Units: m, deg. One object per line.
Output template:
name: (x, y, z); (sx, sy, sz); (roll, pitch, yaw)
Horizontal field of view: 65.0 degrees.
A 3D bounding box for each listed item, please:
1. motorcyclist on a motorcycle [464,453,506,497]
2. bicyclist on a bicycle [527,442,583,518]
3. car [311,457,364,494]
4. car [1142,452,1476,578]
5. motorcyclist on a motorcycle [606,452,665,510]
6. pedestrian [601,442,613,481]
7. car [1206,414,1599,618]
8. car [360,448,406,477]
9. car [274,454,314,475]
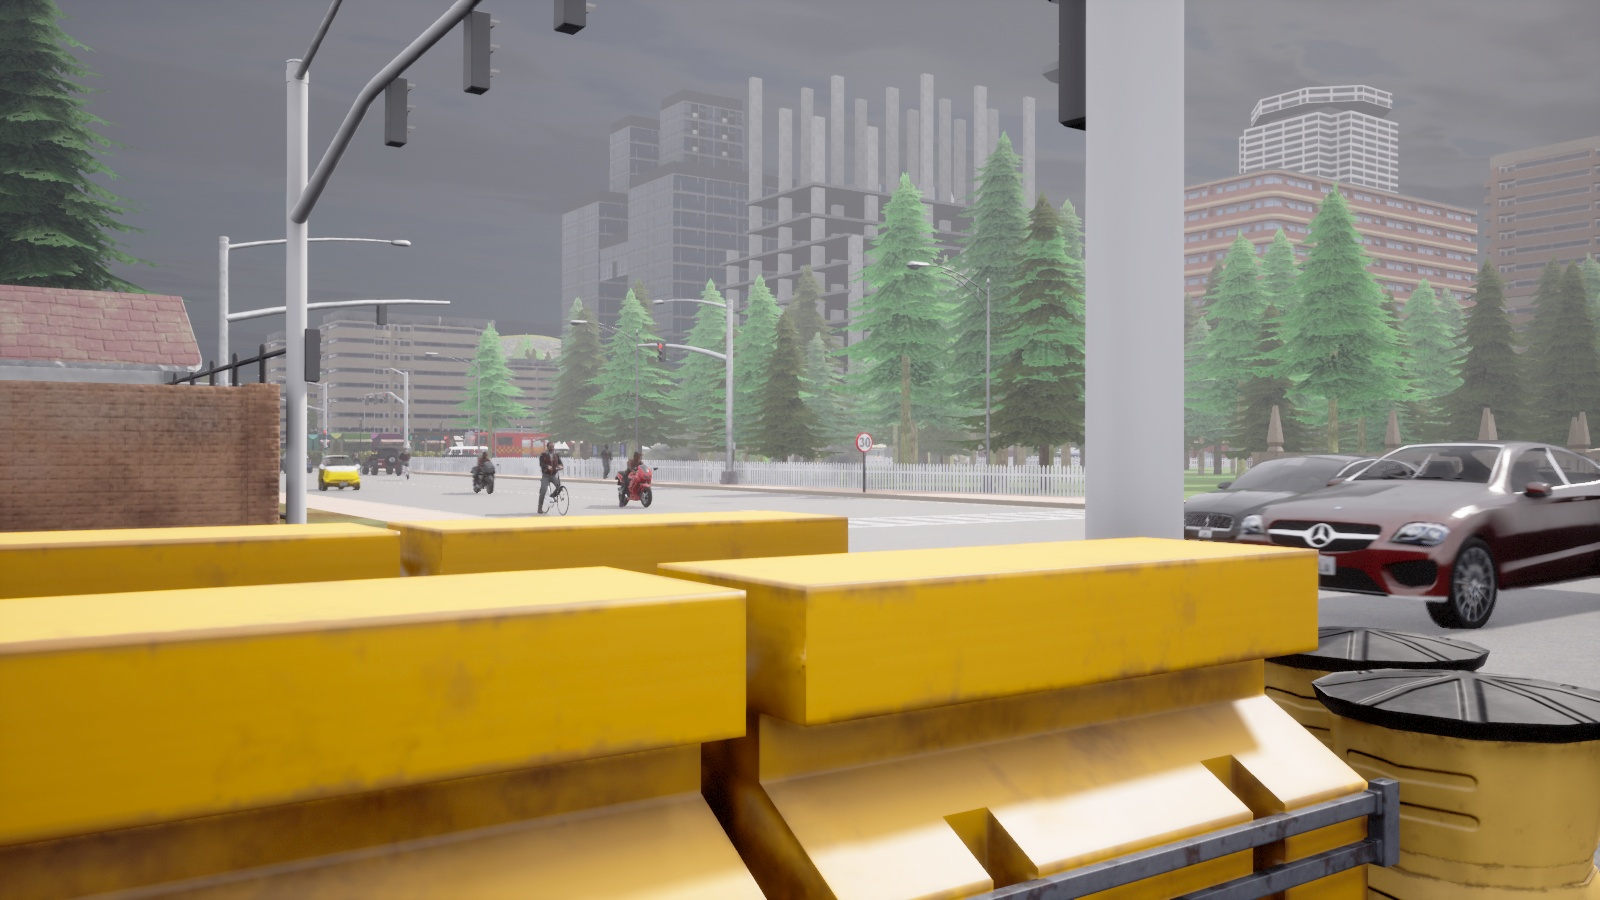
motorcyclist on a motorcycle: (-11.206, 0.860, 44.619); (0.797, 1.523, 2.044); (0, 0, -33)
bicyclist on a bicycle: (-5.881, 0.701, 30.030); (0.659, 1.776, 1.843); (0, 0, -33)
car: (-17.820, 0.956, 48.358); (1.481, 1.376, 2.207); (0, 0, -33)
car: (7.007, 0.777, 17.070); (4.892, 1.490, 1.837); (0, 0, -35)
motorcyclist on a motorcycle: (-4.504, 0.820, 34.329); (0.797, 1.523, 2.044); (0, 0, -33)
pedestrian: (-9.615, 0.577, 62.571); (0.402, 1.930, 0.666); (0, 0, -32)
car: (6.537, 0.540, 12.478); (5.027, 1.651, 2.152); (0, 0, -35)
car: (-27.282, 0.799, 82.118); (1.905, 1.878, 3.866); (0, 0, -33)
car: (-35.762, 1.003, 88.727); (1.970, 1.475, 3.806); (0, 0, -33)
